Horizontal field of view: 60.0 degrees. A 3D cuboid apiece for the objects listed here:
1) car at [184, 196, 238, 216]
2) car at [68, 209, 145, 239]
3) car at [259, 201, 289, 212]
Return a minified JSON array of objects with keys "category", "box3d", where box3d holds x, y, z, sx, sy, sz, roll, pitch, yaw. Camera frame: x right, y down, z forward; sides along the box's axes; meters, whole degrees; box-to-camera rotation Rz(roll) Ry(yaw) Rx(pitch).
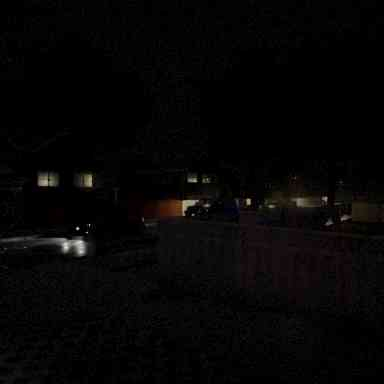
[{"category":"car","box3d":[1.690,1.362,26.753,2.150,2.045,5.566,0,0,35]},{"category":"car","box3d":[-4.497,1.640,18.040,1.994,1.385,4.181,0,0,35]},{"category":"car","box3d":[9.261,1.770,37.388,2.033,1.411,5.357,0,0,36]}]
